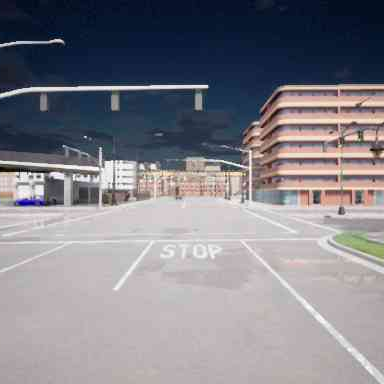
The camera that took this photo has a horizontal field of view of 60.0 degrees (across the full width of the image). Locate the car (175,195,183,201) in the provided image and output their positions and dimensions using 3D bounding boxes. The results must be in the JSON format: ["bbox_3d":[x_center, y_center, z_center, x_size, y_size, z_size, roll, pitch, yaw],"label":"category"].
[{"bbox_3d":[-3.351,1.486,85.427,2.033,1.411,5.357,0,0,0],"label":"car"}]

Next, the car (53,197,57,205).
[{"bbox_3d":[-24.029,1.453,53.925,3.806,1.475,1.970,0,0,1],"label":"car"}]

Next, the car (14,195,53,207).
[{"bbox_3d":[-23.312,1.292,48.175,4.611,1.667,2.242,0,0,1],"label":"car"}]
